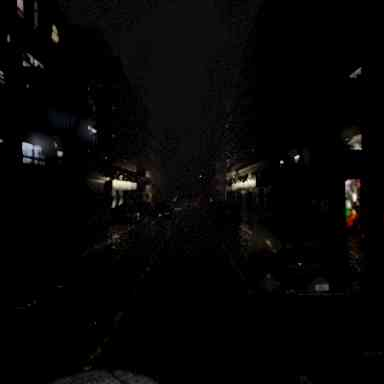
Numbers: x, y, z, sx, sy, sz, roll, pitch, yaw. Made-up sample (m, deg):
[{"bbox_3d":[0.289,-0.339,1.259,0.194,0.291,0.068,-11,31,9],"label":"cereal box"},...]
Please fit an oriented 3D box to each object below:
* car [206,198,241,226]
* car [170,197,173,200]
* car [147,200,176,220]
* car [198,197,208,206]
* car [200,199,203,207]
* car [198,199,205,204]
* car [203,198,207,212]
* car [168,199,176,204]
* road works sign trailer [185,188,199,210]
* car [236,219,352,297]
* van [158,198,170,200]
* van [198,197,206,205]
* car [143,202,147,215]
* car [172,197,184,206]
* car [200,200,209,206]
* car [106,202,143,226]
[{"bbox_3d":[2.546,1.585,25.641,2.192,1.841,5.009,-1,-1,0],"label":"car"},{"bbox_3d":[-5.313,2.425,82.382,1.887,1.381,4.507,-1,-1,0],"label":"car"},{"bbox_3d":[-2.841,1.840,31.855,1.837,1.490,4.892,0,-1,0],"label":"car"},{"bbox_3d":[2.564,2.133,76.617,2.192,1.841,5.009,-1,-1,0],"label":"car"},{"bbox_3d":[2.563,2.057,48.294,1.887,1.381,4.507,-1,-1,0],"label":"car"},{"bbox_3d":[2.569,2.524,87.942,1.802,1.307,4.206,-1,-1,0],"label":"car"},{"bbox_3d":[2.564,1.831,36.967,1.967,1.590,4.097,-1,-1,0],"label":"car"},{"bbox_3d":[-5.312,2.487,88.034,1.887,1.381,4.507,-1,-1,0],"label":"car"},{"bbox_3d":[0.009,1.030,53.301,2.380,3.560,2.880,0,-1,0],"label":"road works sign trailer"},{"bbox_3d":[2.525,1.643,8.646,2.008,1.369,4.403,-1,-1,0],"label":"car"},{"bbox_3d":[-5.318,1.977,59.781,1.690,1.788,3.998,-1,-1,0],"label":"van"},{"bbox_3d":[2.562,2.036,65.289,1.690,1.788,3.998,-1,-1,0],"label":"van"},{"bbox_3d":[-5.320,1.833,37.177,1.967,1.590,4.097,-1,-1,0],"label":"car"},{"bbox_3d":[-2.739,2.275,72.219,1.812,1.442,4.674,0,-1,0],"label":"car"},{"bbox_3d":[2.566,2.339,70.950,1.802,1.307,4.206,-1,-1,0],"label":"car"},{"bbox_3d":[-5.322,1.712,25.875,1.967,1.590,4.097,-1,-1,0],"label":"car"}]
